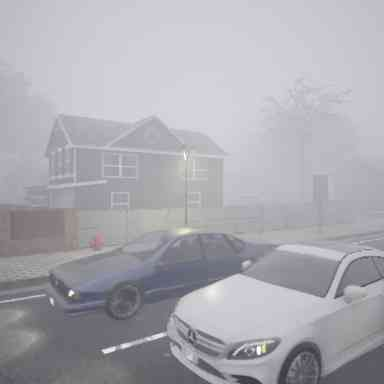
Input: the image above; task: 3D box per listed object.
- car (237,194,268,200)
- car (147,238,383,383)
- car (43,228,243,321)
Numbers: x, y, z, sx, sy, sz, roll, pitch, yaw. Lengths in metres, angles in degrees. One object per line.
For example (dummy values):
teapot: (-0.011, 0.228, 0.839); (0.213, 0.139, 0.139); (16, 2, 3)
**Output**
car: (7.805, 1.270, 41.426); (2.150, 2.045, 5.566); (0, 0, -35)
car: (1.872, 1.525, 5.016); (4.674, 1.442, 1.812); (0, 0, -35)
car: (-0.312, 1.548, 7.448); (5.357, 1.411, 2.033); (0, 0, -35)
